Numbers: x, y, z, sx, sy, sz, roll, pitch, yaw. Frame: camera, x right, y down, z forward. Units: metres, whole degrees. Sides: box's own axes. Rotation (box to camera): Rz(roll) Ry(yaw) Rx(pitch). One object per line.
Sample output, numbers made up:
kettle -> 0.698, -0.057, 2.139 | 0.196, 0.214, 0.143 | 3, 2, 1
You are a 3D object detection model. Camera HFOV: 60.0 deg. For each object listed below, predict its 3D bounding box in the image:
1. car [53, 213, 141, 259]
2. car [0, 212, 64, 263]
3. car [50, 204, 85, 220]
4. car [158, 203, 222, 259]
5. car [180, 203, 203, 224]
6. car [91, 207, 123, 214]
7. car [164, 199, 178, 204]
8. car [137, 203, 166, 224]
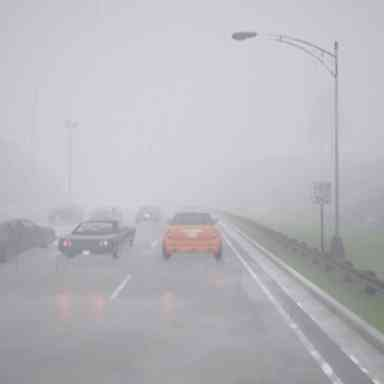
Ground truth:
car -> -3.481, 1.745, 13.215 | 1.895, 1.301, 4.718 | 0, -1, 0
car -> -6.988, 1.684, 12.496 | 2.033, 1.411, 5.357 | 0, -1, 0
car -> -10.575, 1.814, 28.334 | 1.837, 1.490, 4.892 | 0, 0, -2
car -> 0.021, 1.497, 13.396 | 2.097, 1.767, 4.553 | 0, -1, 0
car -> -0.110, 1.794, 29.246 | 1.882, 1.535, 5.008 | 0, 0, -2
car -> -7.064, 1.906, 28.130 | 1.895, 1.301, 4.718 | 0, -1, -2
car -> -3.969, 2.019, 61.814 | 2.097, 1.767, 4.553 | 0, -1, -16
car -> -3.535, 1.845, 27.478 | 2.033, 1.411, 5.357 | 0, -1, -1
